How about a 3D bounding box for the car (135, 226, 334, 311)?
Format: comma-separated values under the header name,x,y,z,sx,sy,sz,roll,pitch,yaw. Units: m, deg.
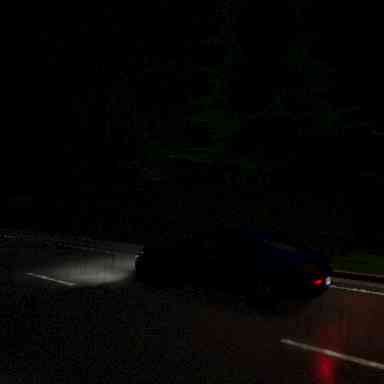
name,x,y,z,sx,sy,sz,roll,pitch,yaw
car,0.762,1.533,7.749,4.674,1.442,1.812,0,0,36
